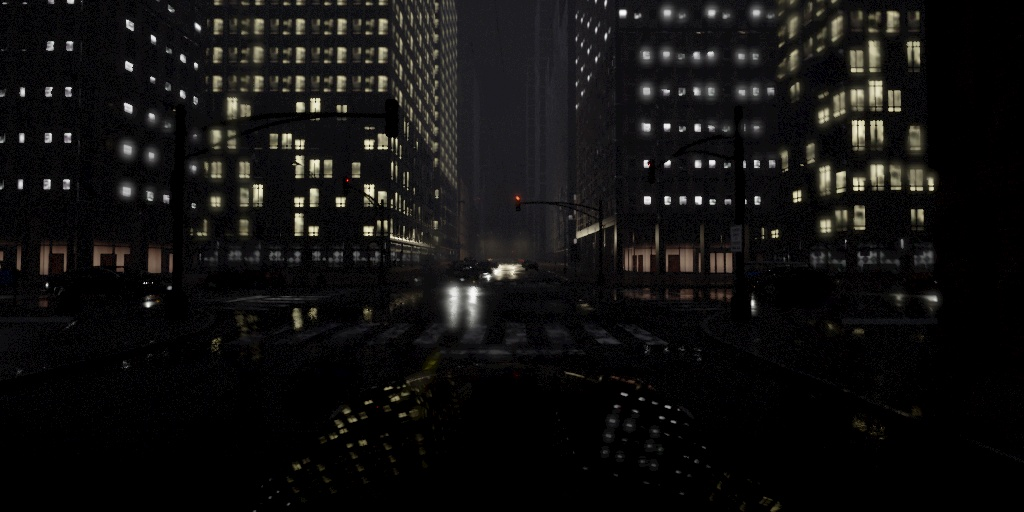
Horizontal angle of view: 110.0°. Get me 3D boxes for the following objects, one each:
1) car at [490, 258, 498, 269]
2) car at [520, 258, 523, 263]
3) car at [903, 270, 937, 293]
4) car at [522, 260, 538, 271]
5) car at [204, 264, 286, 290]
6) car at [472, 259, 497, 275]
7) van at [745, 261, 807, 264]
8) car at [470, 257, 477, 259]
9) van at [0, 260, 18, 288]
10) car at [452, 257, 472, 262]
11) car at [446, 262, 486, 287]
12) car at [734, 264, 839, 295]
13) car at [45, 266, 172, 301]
[{"bbox_3d":[-3.106,1.371,55.504,1.895,1.301,4.718,0,0,0],"label":"car"},{"bbox_3d":[2.674,1.298,60.143,1.751,1.417,4.829,0,0,0],"label":"car"},{"bbox_3d":[24.348,1.313,19.503,5.008,1.535,1.882,0,-1,0],"label":"car"},{"bbox_3d":[2.677,1.350,48.817,1.802,1.307,4.207,0,0,0],"label":"car"},{"bbox_3d":[-16.499,1.255,22.163,4.097,1.591,1.967,0,0,0],"label":"car"},{"bbox_3d":[-3.108,1.312,40.325,2.033,1.411,5.357,0,0,0],"label":"car"},{"bbox_3d":[15.975,1.210,22.098,3.998,1.789,1.690,0,0,0],"label":"van"},{"bbox_3d":[-5.704,1.082,48.753,2.192,1.841,5.009,0,0,0],"label":"car"},{"bbox_3d":[-33.444,1.132,22.195,3.998,1.789,1.690,0,0,0],"label":"van"},{"bbox_3d":[-5.701,1.203,37.602,1.967,1.591,4.097,0,0,0],"label":"car"},{"bbox_3d":[-3.108,1.323,24.510,1.994,1.385,4.181,0,0,0],"label":"car"},{"bbox_3d":[14.868,1.321,19.526,4.892,1.490,1.837,0,-1,0],"label":"car"},{"bbox_3d":[-18.092,1.191,16.391,4.902,1.511,2.128,0,-1,0],"label":"car"}]
